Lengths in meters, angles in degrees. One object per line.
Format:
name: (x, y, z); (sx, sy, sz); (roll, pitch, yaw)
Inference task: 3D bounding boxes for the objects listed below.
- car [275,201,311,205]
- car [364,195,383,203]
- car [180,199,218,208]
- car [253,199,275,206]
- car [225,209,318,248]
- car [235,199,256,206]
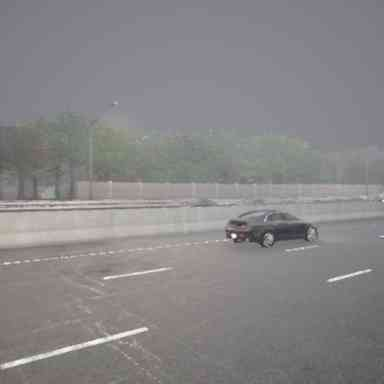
car: (10.722, 1.667, 33.048); (4.181, 1.385, 1.994); (0, 0, -35)
car: (33.957, 1.363, 62.026); (4.892, 1.490, 1.837); (-1, 1, -35)
car: (0.859, 1.589, 38.937); (4.892, 1.490, 1.837); (0, 0, -35)
car: (9.321, 1.707, 36.346); (4.718, 1.301, 1.895); (0, 0, -35)
car: (3.684, 1.548, 14.962); (4.892, 1.490, 1.837); (0, 0, -35)
car: (7.074, 1.610, 39.041); (4.892, 1.490, 1.837); (0, 0, -35)
